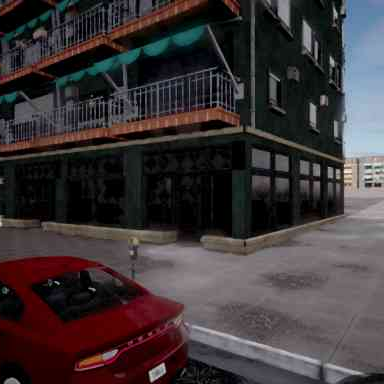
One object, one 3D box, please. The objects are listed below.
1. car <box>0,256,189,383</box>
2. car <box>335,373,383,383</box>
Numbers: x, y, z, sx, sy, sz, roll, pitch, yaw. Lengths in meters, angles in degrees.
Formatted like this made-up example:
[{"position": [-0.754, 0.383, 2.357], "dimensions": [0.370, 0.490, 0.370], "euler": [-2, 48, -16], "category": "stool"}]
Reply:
[{"position": [-2.134, 1.545, 4.407], "dimensions": [4.507, 1.381, 1.887], "euler": [0, 0, 36], "category": "car"}, {"position": [2.450, 1.566, 1.126], "dimensions": [4.313, 1.339, 1.947], "euler": [0, 0, 36], "category": "car"}]
